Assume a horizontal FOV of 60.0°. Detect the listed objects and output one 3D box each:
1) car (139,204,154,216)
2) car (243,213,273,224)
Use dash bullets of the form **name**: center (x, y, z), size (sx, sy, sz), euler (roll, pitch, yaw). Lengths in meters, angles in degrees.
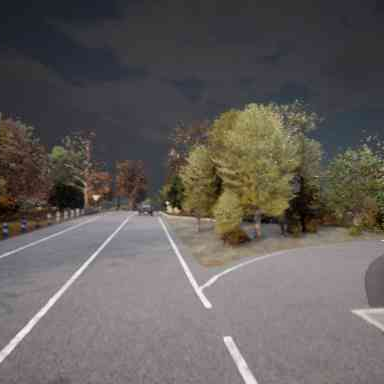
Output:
- **car**: center (-6.306, 2.413, 45.665), size (1.837, 1.490, 4.892), euler (2, 0, -8)
- **car**: center (5.401, 2.036, 31.604), size (4.553, 1.767, 2.097), euler (1, -6, 35)
